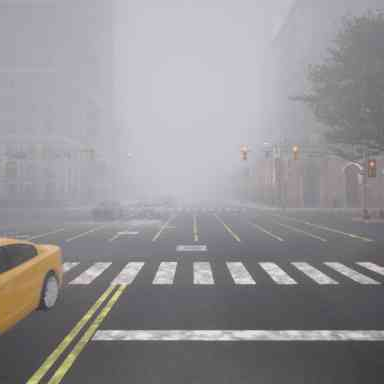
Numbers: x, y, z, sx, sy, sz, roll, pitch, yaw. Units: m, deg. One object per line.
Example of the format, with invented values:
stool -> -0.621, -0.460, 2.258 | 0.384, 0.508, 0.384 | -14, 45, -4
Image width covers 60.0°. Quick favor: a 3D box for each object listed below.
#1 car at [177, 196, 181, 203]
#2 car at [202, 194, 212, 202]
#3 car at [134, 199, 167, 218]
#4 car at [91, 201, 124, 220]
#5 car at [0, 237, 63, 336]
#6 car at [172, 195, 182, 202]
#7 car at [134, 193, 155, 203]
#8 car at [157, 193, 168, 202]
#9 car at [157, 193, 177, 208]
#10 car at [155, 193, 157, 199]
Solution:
car -> -3.567, 1.493, 67.325 | 2.128, 1.511, 4.902 | 0, 0, 1
car -> 3.548, 1.355, 78.333 | 2.097, 1.767, 4.553 | 0, 0, 1
car -> -3.648, 1.601, 30.085 | 1.895, 1.301, 4.718 | 0, 0, 0
car -> -7.147, 1.477, 28.549 | 1.882, 1.535, 5.008 | 0, 0, 0
car -> -3.607, 1.477, 4.899 | 1.882, 1.535, 5.008 | 0, 0, 0
car -> -3.452, 1.539, 78.316 | 2.033, 1.411, 5.357 | 0, 0, 1
car -> -7.175, 1.352, 49.139 | 2.097, 1.767, 4.553 | 0, 0, 0
car -> -6.942, 1.224, 79.478 | 2.150, 2.045, 5.566 | 0, 0, 1
car -> -3.606, 1.352, 48.605 | 2.097, 1.767, 4.553 | 0, 0, -2
car -> -7.039, 1.223, 68.781 | 2.150, 2.045, 5.566 | 0, 0, 1
